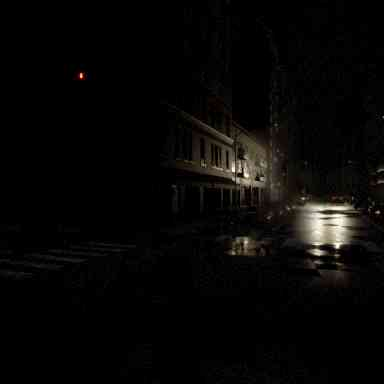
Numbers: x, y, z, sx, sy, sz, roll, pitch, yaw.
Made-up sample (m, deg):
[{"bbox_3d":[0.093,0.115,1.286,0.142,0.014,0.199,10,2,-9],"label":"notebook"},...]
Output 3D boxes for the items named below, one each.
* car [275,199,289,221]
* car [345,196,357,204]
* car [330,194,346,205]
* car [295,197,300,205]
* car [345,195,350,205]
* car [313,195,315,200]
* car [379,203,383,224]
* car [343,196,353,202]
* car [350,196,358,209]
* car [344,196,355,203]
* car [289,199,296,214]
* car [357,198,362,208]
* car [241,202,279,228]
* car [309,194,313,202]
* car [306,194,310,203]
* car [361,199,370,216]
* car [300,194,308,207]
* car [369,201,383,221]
[{"bbox_3d":[6.556,1.568,27.460,1.947,1.339,4.313,1,0,22],"label":"car"},{"bbox_3d":[31.163,1.562,65.214,1.947,1.339,4.313,1,0,22],"label":"car"},{"bbox_3d":[26.668,1.523,60.984,1.812,1.442,4.674,0,0,22],"label":"car"},{"bbox_3d":[10.733,1.546,37.700,1.887,1.381,4.507,1,0,22],"label":"car"},{"bbox_3d":[26.985,1.550,54.972,2.008,1.369,4.403,1,0,22],"label":"car"},{"bbox_3d":[25.353,1.309,73.537,2.192,1.841,5.009,1,0,22],"label":"car"},{"bbox_3d":[12.363,1.568,19.124,1.947,1.339,4.313,1,0,22],"label":"car"},{"bbox_3d":[35.341,1.559,75.457,1.947,1.339,4.313,1,0,22],"label":"car"},{"bbox_3d":[22.807,1.567,44.730,1.947,1.339,4.313,1,0,22],"label":"car"},{"bbox_3d":[33.252,1.576,70.335,1.802,1.307,4.206,1,0,22],"label":"car"},{"bbox_3d":[8.644,1.553,32.580,2.008,1.369,4.403,1,0,22],"label":"car"},{"bbox_3d":[18.630,1.547,34.488,1.887,1.381,4.507,1,0,22],"label":"car"},{"bbox_3d":[4.467,1.584,22.341,1.802,1.307,4.206,1,0,22],"label":"car"},{"bbox_3d":[23.263,1.562,68.418,1.947,1.339,4.313,1,0,22],"label":"car"},{"bbox_3d":[19.086,1.565,58.179,1.947,1.339,4.313,1,0,22],"label":"car"},{"bbox_3d":[16.541,1.553,29.366,2.008,1.369,4.403,1,0,22],"label":"car"},{"bbox_3d":[16.934,1.525,52.902,1.752,1.417,4.829,1,0,22],"label":"car"},{"bbox_3d":[14.452,1.547,24.245,1.887,1.381,4.507,1,0,22],"label":"car"}]
